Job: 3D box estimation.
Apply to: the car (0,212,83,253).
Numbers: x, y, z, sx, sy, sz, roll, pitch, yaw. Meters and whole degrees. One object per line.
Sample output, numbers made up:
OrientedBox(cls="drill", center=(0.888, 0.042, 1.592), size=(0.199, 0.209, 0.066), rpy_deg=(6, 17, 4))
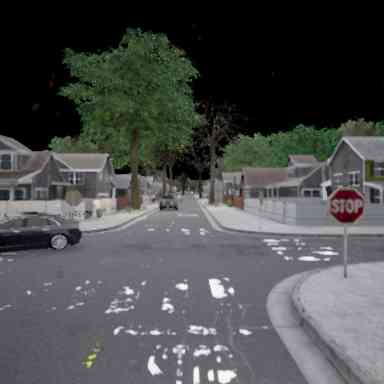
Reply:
OrientedBox(cls="car", center=(-6.724, 1.559, 12.692), size=(4.892, 1.490, 1.837), rpy_deg=(0, 4, -34))

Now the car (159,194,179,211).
OrientedBox(cls="car", center=(-2.821, 1.268, 41.516), size=(2.150, 2.045, 5.566), rpy_deg=(0, 0, 0))
